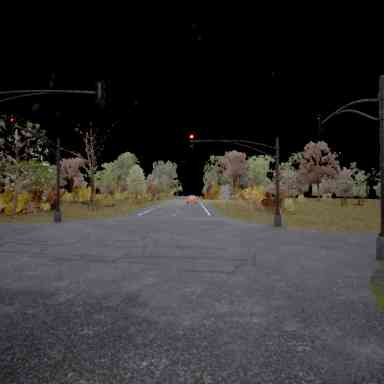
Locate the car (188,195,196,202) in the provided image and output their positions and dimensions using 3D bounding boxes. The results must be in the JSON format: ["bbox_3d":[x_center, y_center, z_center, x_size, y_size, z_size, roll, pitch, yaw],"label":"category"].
[{"bbox_3d":[0.021,1.449,78.014,1.812,1.442,4.674,0,0,0],"label":"car"}]

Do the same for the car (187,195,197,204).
[{"bbox_3d":[0.018,1.424,67.978,2.097,1.767,4.553,0,0,0],"label":"car"}]
